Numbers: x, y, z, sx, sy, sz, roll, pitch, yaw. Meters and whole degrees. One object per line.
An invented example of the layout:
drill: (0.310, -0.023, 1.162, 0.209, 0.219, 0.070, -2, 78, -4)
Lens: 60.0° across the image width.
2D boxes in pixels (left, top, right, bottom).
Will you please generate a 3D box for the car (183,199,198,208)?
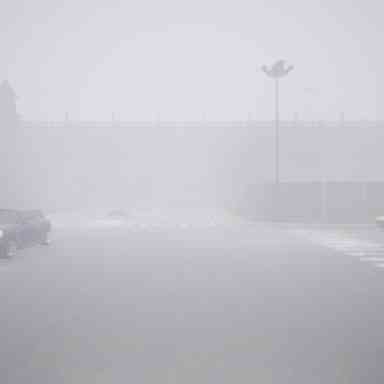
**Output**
car: (-0.017, 2.078, 57.834, 1.994, 1.385, 4.181, 0, -1, 0)

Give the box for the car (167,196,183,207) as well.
car: (-3.445, 1.780, 63.021, 2.150, 2.045, 5.566, 0, -1, 1)

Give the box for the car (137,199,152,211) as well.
car: (-7.167, 1.941, 46.993, 1.812, 1.442, 4.674, 0, -1, 0)

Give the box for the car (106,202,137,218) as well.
car: (-7.165, 1.895, 33.413, 1.895, 1.301, 4.718, 0, -1, 0)

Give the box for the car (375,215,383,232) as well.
car: (13.158, 1.598, 19.062, 5.008, 1.535, 1.882, 0, -1, 0)

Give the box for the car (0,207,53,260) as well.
car: (-7.126, 1.412, 12.670, 2.097, 1.767, 4.553, 0, 0, 0)

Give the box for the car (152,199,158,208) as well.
car: (-7.132, 2.033, 59.715, 1.837, 1.490, 4.892, 0, -1, 0)
